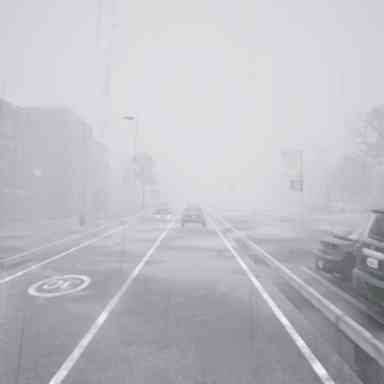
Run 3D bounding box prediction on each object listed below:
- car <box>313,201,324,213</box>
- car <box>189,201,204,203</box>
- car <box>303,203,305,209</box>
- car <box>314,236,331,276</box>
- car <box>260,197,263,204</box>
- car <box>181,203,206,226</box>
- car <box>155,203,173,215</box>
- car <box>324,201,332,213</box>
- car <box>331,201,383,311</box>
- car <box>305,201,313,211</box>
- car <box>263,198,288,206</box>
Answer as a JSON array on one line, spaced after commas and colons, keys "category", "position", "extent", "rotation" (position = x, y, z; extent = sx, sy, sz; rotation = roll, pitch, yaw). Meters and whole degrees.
[{"category": "car", "position": [18.717, 1.912, 42.625], "extent": [5.008, 1.535, 2.097], "rotation": [0, -1, 0]}, {"category": "car", "position": [0.109, 2.027, 42.924], "extent": [1.994, 1.385, 4.181], "rotation": [0, -1, 0]}, {"category": "car", "position": [18.715, 2.029, 49.174], "extent": [4.674, 1.452, 2.002], "rotation": [0, -1, 0]}, {"category": "car", "position": [5.594, 1.525, 8.241], "extent": [4.892, 1.521, 2.231], "rotation": [0, 0, 0]}, {"category": "car", "position": [18.701, 2.353, 76.678], "extent": [4.674, 1.452, 2.002], "rotation": [0, -1, 0]}, {"category": "car", "position": [0.106, 1.803, 25.633], "extent": [2.033, 1.411, 5.357], "rotation": [0, -1, 0]}, {"category": "car", "position": [-3.339, 1.979, 40.314], "extent": [2.033, 1.411, 5.357], "rotation": [0, -1, 0]}, {"category": "car", "position": [18.706, 1.915, 39.476], "extent": [4.674, 1.452, 2.002], "rotation": [0, -1, 0]}, {"category": "car", "position": [5.626, 1.252, 5.442], "extent": [5.566, 2.045, 2.435], "rotation": [0, 0, 0]}, {"category": "car", "position": [18.709, 1.952, 45.898], "extent": [4.892, 1.521, 2.231], "rotation": [0, -1, 0]}, {"category": "car", "position": [18.771, 2.148, 73.510], "extent": [4.553, 1.767, 2.185], "rotation": [0, -1, 0]}]
